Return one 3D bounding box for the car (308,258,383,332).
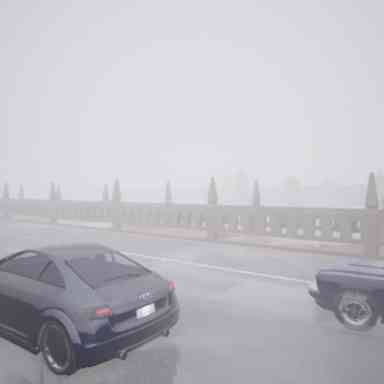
[{"bbox_3d":[4.382,1.604,5.167,4.718,1.301,1.895,0,0,36],"label":"car"}]

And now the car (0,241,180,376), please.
[{"bbox_3d":[-2.246,1.544,5.597,4.181,1.385,1.994,0,0,36],"label":"car"}]
